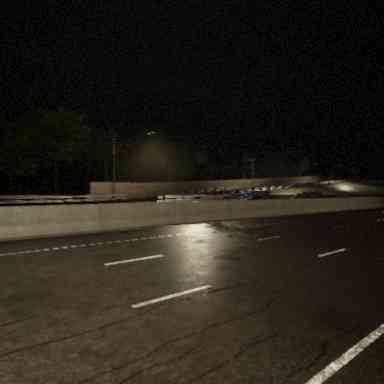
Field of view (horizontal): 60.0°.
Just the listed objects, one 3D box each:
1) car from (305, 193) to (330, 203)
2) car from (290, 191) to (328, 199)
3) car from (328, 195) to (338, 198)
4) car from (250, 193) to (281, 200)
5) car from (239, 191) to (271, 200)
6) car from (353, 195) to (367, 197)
[{"bbox_3d":[21.896,1.009,58.024,4.553,1.767,2.097,0,1,-42],"label":"car"},{"bbox_3d":[14.478,0.936,41.861,5.566,2.045,2.150,1,0,-42],"label":"car"},{"bbox_3d":[21.854,1.196,53.290,4.892,1.490,1.837,0,1,-42],"label":"car"},{"bbox_3d":[9.853,1.189,42.408,4.674,1.442,1.812,0,0,-42],"label":"car"},{"bbox_3d":[9.001,0.846,46.344,5.566,2.045,2.150,1,0,-42],"label":"car"},{"bbox_3d":[26.458,1.250,52.718,4.892,1.490,1.837,0,1,-42],"label":"car"}]
